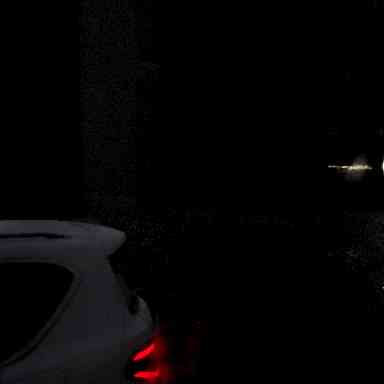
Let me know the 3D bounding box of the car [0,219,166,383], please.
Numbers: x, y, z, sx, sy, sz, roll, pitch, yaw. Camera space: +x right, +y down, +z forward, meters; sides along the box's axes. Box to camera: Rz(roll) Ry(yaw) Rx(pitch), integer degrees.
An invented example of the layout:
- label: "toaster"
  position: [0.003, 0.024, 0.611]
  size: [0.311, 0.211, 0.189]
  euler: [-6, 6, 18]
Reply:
- label: "car"
  position: [-2.744, 1.236, 1.413]
  size: [5.566, 2.045, 2.150]
  euler: [0, 0, -35]
